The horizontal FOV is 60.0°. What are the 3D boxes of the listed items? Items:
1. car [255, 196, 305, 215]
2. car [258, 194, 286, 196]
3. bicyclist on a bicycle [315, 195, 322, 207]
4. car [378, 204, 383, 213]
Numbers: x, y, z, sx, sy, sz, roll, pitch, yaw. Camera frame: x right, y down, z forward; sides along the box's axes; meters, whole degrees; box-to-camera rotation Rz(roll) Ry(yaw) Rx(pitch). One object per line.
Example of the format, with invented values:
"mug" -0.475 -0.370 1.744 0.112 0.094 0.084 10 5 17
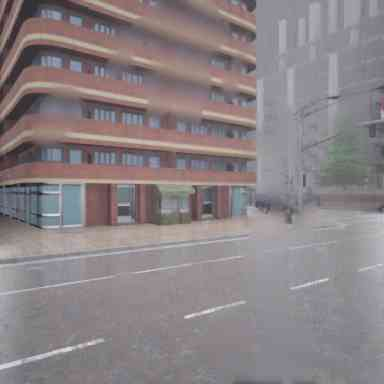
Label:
"car" 8.866 1.491 32.937 2.128 1.511 4.902 0 0 -36
"car" 9.692 1.222 37.735 2.150 2.045 5.566 0 0 -36
"bicyclist on a bicycle" 17.805 1.300 46.934 1.656 1.620 0.582 0 0 -36
"car" 21.628 1.477 33.650 1.882 1.535 5.008 0 0 -36
